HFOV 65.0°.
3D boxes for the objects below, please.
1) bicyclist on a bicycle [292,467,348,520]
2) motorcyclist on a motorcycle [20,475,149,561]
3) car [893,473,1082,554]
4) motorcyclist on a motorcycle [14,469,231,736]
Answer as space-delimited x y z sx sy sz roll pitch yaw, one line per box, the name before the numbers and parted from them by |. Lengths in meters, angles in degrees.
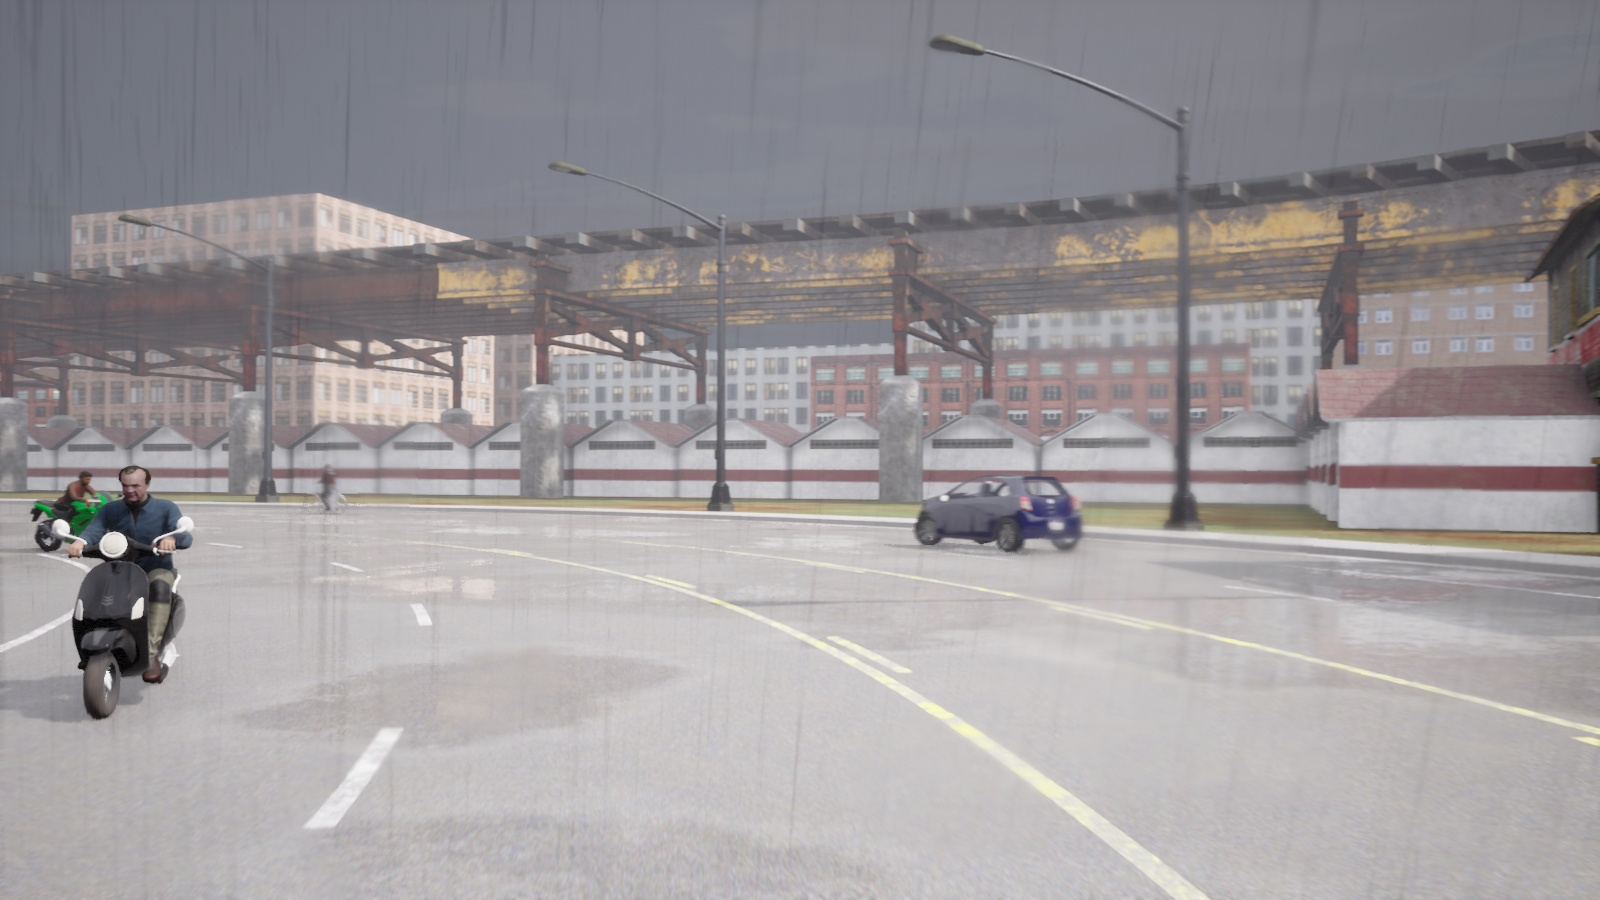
bicyclist on a bicycle | -16.683 1.498 43.618 1.843 1.776 0.659 -1 1 24
motorcyclist on a motorcycle | -13.294 1.254 23.351 2.044 1.523 0.797 -1 1 13
car | 3.737 1.237 25.514 1.845 1.501 3.633 1 -2 -33
motorcyclist on a motorcycle | -4.518 0.933 8.532 0.866 1.590 1.817 0 -1 -14
